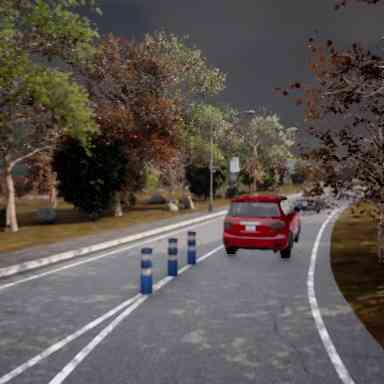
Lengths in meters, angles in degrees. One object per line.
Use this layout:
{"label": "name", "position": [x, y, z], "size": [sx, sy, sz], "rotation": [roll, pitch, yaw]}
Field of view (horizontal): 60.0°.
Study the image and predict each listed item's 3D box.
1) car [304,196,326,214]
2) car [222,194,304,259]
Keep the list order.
{"label": "car", "position": [9.238, 0.833, 26.058], "size": [2.033, 1.411, 5.357], "rotation": [-1, 3, 29]}
{"label": "car", "position": [2.827, 1.136, 12.733], "size": [2.150, 2.045, 5.566], "rotation": [-1, 1, 23]}
